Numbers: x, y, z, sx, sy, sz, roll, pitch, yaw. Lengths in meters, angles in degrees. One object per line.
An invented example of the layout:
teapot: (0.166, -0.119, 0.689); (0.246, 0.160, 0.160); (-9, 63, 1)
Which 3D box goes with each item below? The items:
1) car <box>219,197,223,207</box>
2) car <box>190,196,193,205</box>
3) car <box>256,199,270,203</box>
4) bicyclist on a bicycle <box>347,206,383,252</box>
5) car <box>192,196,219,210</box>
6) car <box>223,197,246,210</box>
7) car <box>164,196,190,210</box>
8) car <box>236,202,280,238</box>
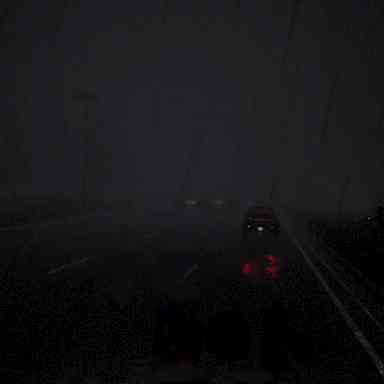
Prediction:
car: (3.939, 1.509, 52.465); (1.882, 1.535, 5.008); (2, 0, 12)
car: (0.072, 1.386, 51.105); (1.882, 1.535, 5.008); (2, 0, 12)
car: (9.126, 1.692, 43.322); (1.882, 1.535, 5.008); (2, 0, 12)
bicyclist on a bicycle: (6.950, 1.357, 12.699); (1.656, 1.620, 0.582); (31, 4, 7)
car: (1.782, 1.457, 42.345); (1.882, 1.535, 5.008); (2, 0, 12)
car: (5.741, 1.582, 44.133); (1.882, 1.535, 5.008); (2, 0, 12)
car: (-1.998, 1.424, 41.403); (1.994, 1.385, 4.181); (2, 0, 12)
car: (3.846, 1.581, 18.519); (2.128, 1.511, 4.902); (2, 0, 12)
